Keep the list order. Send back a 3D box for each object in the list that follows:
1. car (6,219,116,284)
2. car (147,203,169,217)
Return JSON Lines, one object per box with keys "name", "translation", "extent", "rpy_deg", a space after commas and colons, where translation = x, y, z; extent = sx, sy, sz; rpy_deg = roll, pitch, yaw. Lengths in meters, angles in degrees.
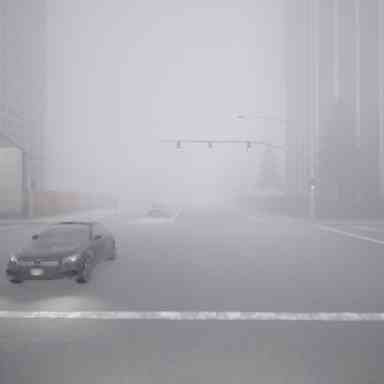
{"name": "car", "translation": [-3.504, 1.571, 9.837], "extent": [1.812, 1.442, 4.674], "rpy_deg": [0, 0, 0]}
{"name": "car", "translation": [-3.521, 1.868, 34.848], "extent": [1.895, 1.301, 4.718], "rpy_deg": [0, 0, 0]}
